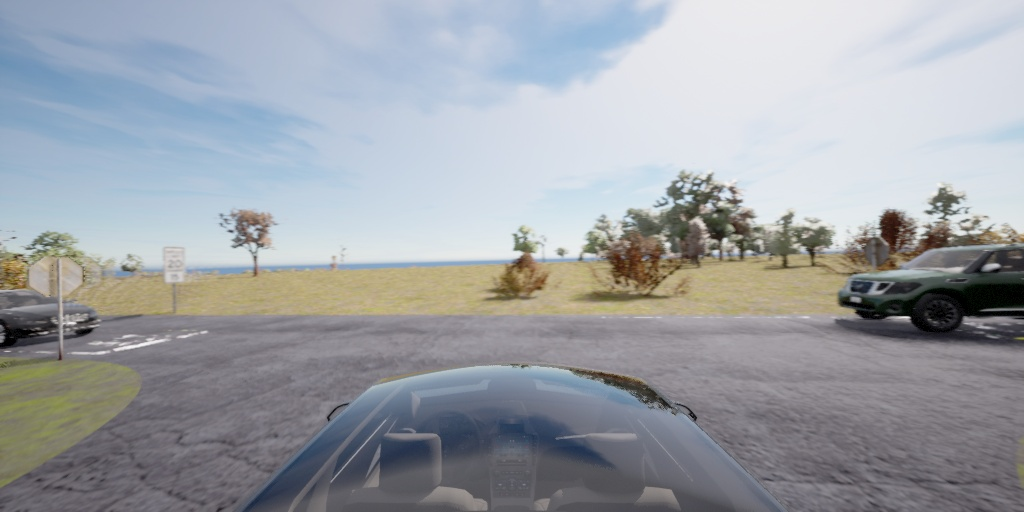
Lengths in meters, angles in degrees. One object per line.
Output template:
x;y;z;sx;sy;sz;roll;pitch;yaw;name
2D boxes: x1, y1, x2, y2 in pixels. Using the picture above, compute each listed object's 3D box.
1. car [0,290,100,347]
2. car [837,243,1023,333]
-15.312;1.802;10.975;4.892;1.490;1.837;-2;-1;11;car
11.784;0.718;8.988;5.566;2.045;2.150;-2;-1;10;car
